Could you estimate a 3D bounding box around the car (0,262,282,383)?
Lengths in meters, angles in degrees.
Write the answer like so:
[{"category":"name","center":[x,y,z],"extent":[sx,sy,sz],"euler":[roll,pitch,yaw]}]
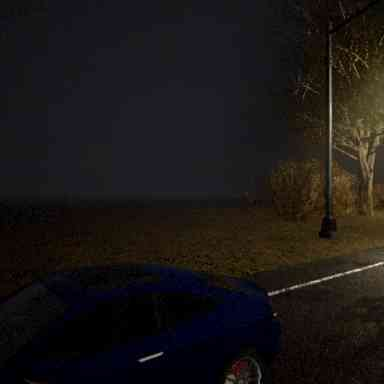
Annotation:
[{"category":"car","center":[-1.063,1.525,3.263],"extent":[4.674,1.442,1.812],"euler":[0,0,-36]}]
